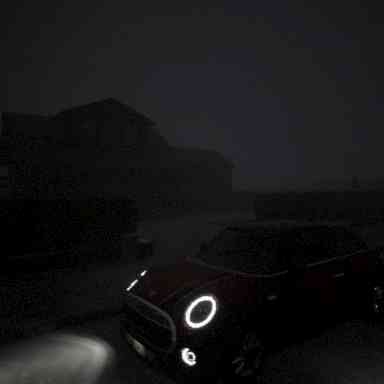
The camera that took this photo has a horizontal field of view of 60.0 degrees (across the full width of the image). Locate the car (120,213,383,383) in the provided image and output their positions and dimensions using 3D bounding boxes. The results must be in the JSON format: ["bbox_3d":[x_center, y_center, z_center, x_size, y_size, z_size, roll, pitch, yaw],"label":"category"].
[{"bbox_3d":[1.169,1.298,5.417,4.553,1.767,2.097,-1,1,-35],"label":"car"}]
